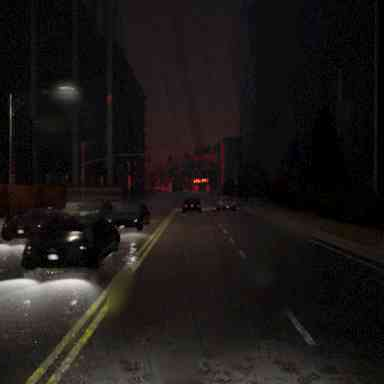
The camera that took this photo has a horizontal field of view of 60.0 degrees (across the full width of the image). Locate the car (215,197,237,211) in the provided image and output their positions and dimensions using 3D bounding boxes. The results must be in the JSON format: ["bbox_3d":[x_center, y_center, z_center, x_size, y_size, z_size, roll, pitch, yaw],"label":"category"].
[{"bbox_3d":[3.529,1.216,35.159,1.812,1.442,4.674,0,1,1],"label":"car"}]

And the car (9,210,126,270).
[{"bbox_3d":[-3.596,1.477,10.582,1.994,1.385,4.181,0,1,0],"label":"car"}]

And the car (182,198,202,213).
[{"bbox_3d":[0.006,1.264,32.314,2.033,1.411,5.357,0,1,0],"label":"car"}]

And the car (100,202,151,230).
[{"bbox_3d":[-3.580,1.377,19.820,2.033,1.411,5.357,0,1,0],"label":"car"}]

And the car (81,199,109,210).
[{"bbox_3d":[-7.063,1.281,24.352,2.128,1.511,4.902,0,1,0],"label":"car"}]

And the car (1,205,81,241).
[{"bbox_3d":[-7.090,1.431,15.749,1.994,1.385,4.181,0,1,0],"label":"car"}]
